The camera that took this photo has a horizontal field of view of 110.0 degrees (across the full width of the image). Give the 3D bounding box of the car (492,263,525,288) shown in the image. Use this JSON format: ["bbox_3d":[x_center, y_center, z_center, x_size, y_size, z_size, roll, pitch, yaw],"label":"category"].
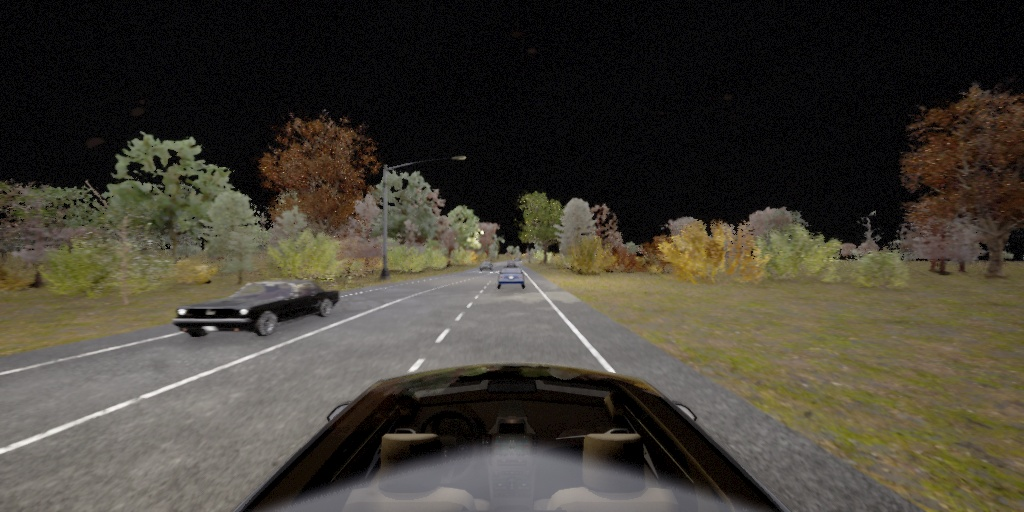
[{"bbox_3d":[-0.055,1.409,25.079,2.033,1.411,5.357,0,0,0],"label":"car"}]

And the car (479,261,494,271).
[{"bbox_3d":[-3.718,1.474,52.799,1.837,1.490,4.892,0,0,2],"label":"car"}]

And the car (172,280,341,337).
[{"bbox_3d":[-7.029,1.396,10.550,1.895,1.301,4.718,0,0,0],"label":"car"}]
